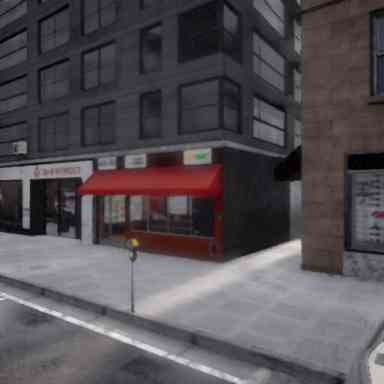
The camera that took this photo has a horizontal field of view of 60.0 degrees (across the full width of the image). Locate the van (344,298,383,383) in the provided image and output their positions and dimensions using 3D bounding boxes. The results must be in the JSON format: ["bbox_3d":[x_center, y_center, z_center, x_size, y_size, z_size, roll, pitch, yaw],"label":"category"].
[{"bbox_3d":[2.547,1.342,0.992,3.998,1.788,1.690,0,0,36],"label":"van"}]
